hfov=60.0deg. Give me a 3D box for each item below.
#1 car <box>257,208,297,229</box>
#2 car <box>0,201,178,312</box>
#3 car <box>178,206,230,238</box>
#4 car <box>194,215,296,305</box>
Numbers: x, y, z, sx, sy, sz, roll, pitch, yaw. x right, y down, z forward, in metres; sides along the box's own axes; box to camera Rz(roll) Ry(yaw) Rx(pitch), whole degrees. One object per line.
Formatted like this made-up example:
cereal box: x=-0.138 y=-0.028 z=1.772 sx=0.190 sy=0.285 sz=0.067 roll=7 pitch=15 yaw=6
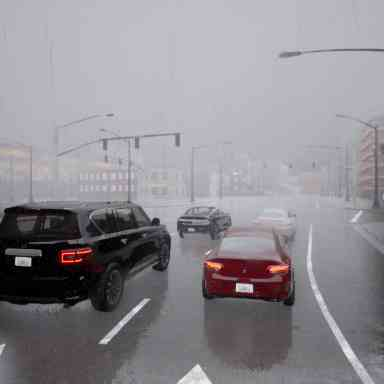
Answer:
car: x=4.178 y=1.526 z=16.534 sx=1.812 sy=1.442 sz=4.674 roll=0 pitch=0 yaw=20
car: x=-2.167 y=1.221 z=8.012 sx=2.150 sy=2.045 sz=5.566 roll=0 pitch=0 yaw=12
car: x=0.771 y=1.491 z=17.263 sx=2.128 sy=1.511 sz=4.902 roll=0 pitch=0 yaw=19
car: x=1.445 y=1.526 z=8.099 sx=1.812 sy=1.442 sz=4.674 roll=0 pitch=0 yaw=13
